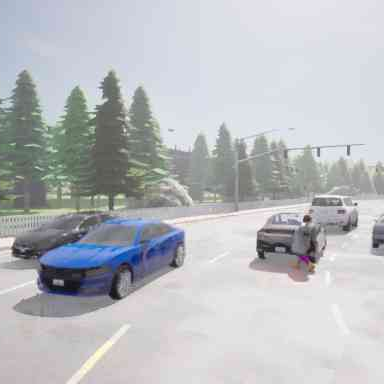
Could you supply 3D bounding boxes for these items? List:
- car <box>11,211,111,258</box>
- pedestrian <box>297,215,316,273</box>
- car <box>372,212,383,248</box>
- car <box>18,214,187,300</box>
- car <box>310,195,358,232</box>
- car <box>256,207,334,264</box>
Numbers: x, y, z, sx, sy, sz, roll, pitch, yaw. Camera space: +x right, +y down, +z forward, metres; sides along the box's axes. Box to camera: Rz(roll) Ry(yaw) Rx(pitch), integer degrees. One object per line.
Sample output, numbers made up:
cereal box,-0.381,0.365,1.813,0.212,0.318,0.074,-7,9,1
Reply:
car,-4.129,1.505,12.215,1.837,1.490,4.892,-1,0,23
pedestrian,3.252,1.294,9.389,0.375,1.860,0.375,0,0,23
car,8.828,1.548,14.188,2.033,1.411,5.357,0,0,33
car,-1.732,1.477,8.784,1.882,1.535,5.008,0,0,20
car,8.759,1.221,20.459,2.150,2.045,5.566,0,0,33
car,3.722,1.494,12.050,2.128,1.511,4.902,0,0,27
